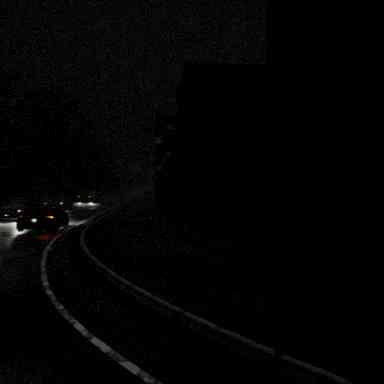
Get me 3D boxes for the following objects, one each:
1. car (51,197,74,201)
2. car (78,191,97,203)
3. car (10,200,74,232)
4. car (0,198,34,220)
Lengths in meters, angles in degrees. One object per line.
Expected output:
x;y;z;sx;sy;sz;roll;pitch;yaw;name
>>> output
-13.896;1.154;34.926;1.895;1.301;4.718;1;1;-7;car
-15.507;0.605;49.442;2.097;1.767;4.553;1;1;-6;car
-8.326;1.390;18.851;1.994;1.385;4.181;1;1;-9;car
-12.681;1.191;24.701;1.812;1.442;4.674;1;2;-6;car
